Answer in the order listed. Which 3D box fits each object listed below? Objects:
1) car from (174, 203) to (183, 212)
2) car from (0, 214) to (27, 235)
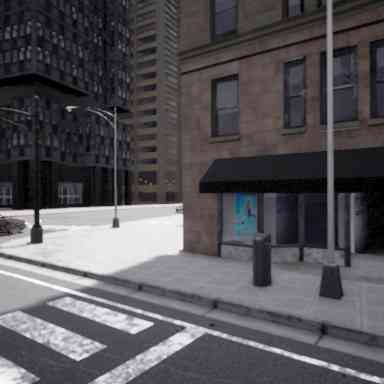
[{"bbox_3d":[-0.556,2.028,44.531,1.895,1.301,4.718,0,-1,22],"label":"car"},{"bbox_3d":[-10.807,1.625,16.711,2.033,1.411,5.357,-1,-1,11],"label":"car"}]
